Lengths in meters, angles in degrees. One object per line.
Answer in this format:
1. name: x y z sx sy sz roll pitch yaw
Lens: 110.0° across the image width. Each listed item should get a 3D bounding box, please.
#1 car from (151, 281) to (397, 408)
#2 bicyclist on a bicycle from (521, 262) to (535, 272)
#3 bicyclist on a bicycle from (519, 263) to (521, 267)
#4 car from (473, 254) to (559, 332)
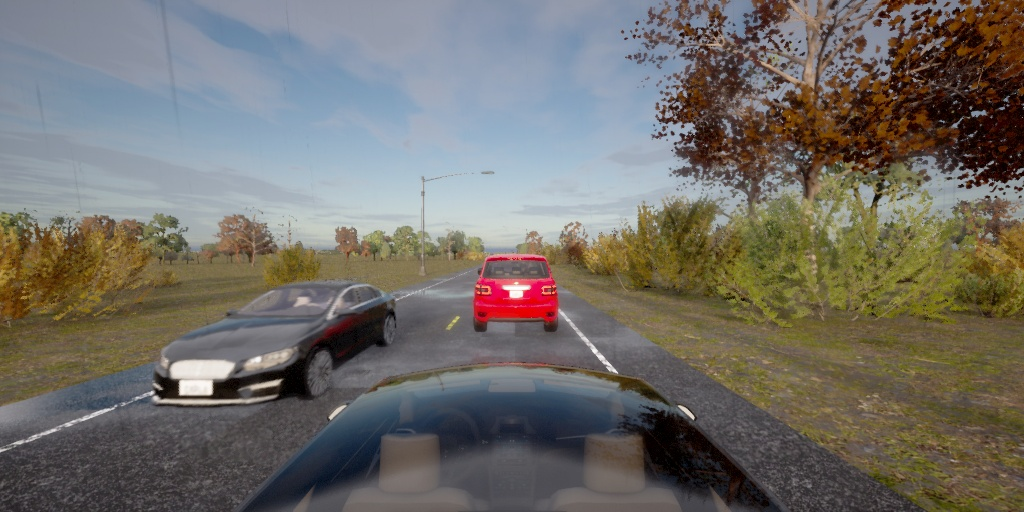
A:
1. car: -3.604 1.240 6.543 2.128 1.511 4.902 0 0 0
2. bicyclist on a bicycle: 0.940 1.114 18.679 0.659 1.776 1.843 0 0 0
3. bicyclist on a bicycle: 0.898 1.111 28.692 0.659 1.776 1.843 0 0 0
4. car: 0.090 0.968 10.973 2.150 2.045 5.566 0 0 0
